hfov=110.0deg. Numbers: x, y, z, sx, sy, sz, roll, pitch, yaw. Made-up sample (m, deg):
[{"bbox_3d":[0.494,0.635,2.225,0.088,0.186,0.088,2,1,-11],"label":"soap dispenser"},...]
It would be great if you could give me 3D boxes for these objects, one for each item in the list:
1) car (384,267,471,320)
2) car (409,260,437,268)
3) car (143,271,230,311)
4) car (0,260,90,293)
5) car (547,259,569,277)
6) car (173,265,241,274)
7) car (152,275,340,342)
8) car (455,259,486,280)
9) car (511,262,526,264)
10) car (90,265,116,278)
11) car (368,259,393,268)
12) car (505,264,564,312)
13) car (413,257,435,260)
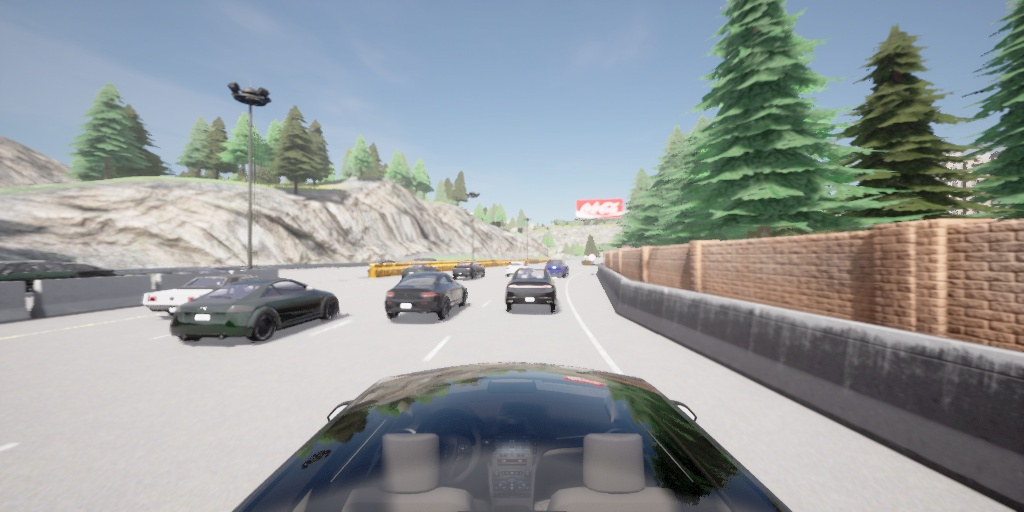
[{"bbox_3d":[-2.865,1.266,12.581,1.812,1.442,4.674,0,0,4],"label":"car"},{"bbox_3d":[-7.534,1.289,29.960,1.994,1.385,4.181,0,0,11],"label":"car"},{"bbox_3d":[-9.880,1.320,12.878,1.895,1.301,4.718,0,0,4],"label":"car"},{"bbox_3d":[-23.762,1.026,16.819,2.097,1.767,4.553,0,0,6],"label":"car"},{"bbox_3d":[4.454,1.115,35.566,2.097,1.767,4.553,0,0,14],"label":"car"},{"bbox_3d":[-19.473,1.289,23.411,1.895,1.301,4.718,0,0,8],"label":"car"},{"bbox_3d":[-6.550,1.293,9.725,1.994,1.385,4.181,0,0,3],"label":"car"},{"bbox_3d":[-3.693,1.229,31.380,2.128,1.511,4.902,0,0,11],"label":"car"},{"bbox_3d":[0.645,1.277,34.848,1.812,1.442,4.674,0,0,13],"label":"car"},{"bbox_3d":[-26.823,1.143,21.141,1.882,1.535,5.008,0,0,7],"label":"car"},{"bbox_3d":[-21.807,1.173,59.737,2.128,1.511,4.902,0,0,16],"label":"car"},{"bbox_3d":[0.816,1.244,14.425,2.128,1.511,4.902,0,0,5],"label":"car"},{"bbox_3d":[-14.369,1.055,60.365,2.097,1.767,4.553,0,0,16],"label":"car"}]
